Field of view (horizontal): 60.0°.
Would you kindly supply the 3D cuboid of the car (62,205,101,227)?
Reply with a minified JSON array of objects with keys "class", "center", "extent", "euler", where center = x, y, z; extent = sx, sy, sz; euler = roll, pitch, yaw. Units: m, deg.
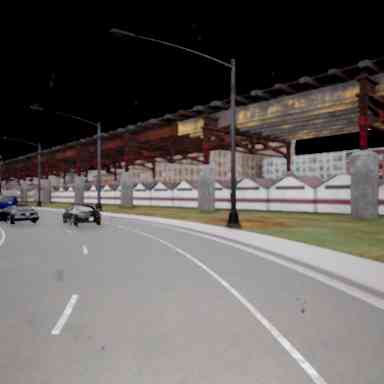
[{"class":"car","center":[-8.089,1.668,24.252],"extent":[1.812,1.442,4.674],"euler":[1,-1,-34]}]

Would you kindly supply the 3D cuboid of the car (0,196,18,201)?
[{"class":"car","center":[-23.608,1.493,41.945],"extent":[2.150,2.045,5.566],"euler":[0,0,-43]}]

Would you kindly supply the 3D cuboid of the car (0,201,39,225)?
[{"class":"car","center":[-13.666,1.713,26.030],"extent":[2.033,1.411,5.357],"euler":[0,0,-42]}]
